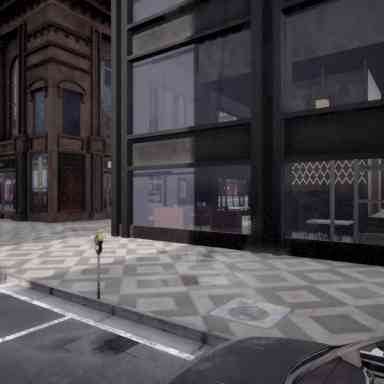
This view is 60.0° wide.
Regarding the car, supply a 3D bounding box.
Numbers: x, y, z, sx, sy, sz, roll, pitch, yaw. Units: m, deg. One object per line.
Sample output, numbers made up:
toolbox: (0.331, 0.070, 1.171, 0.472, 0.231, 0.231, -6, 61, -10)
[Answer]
car: (1.685, 1.551, 1.761, 4.403, 1.369, 2.008, 0, 0, 36)
